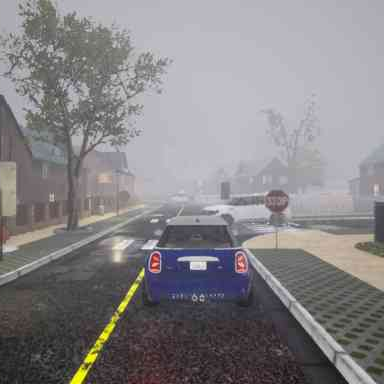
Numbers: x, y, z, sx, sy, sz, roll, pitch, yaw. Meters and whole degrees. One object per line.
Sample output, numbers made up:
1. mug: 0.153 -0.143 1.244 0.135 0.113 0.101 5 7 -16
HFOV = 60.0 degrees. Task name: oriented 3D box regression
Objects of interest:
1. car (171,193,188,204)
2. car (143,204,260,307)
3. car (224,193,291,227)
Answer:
1. car: -2.524 1.269 64.403 2.150 2.045 5.566 0 0 -19
2. car: 0.117 1.350 8.133 2.097 1.767 4.553 0 0 0
3. car: 3.302 1.133 20.413 5.566 2.045 2.150 -2 0 -15
